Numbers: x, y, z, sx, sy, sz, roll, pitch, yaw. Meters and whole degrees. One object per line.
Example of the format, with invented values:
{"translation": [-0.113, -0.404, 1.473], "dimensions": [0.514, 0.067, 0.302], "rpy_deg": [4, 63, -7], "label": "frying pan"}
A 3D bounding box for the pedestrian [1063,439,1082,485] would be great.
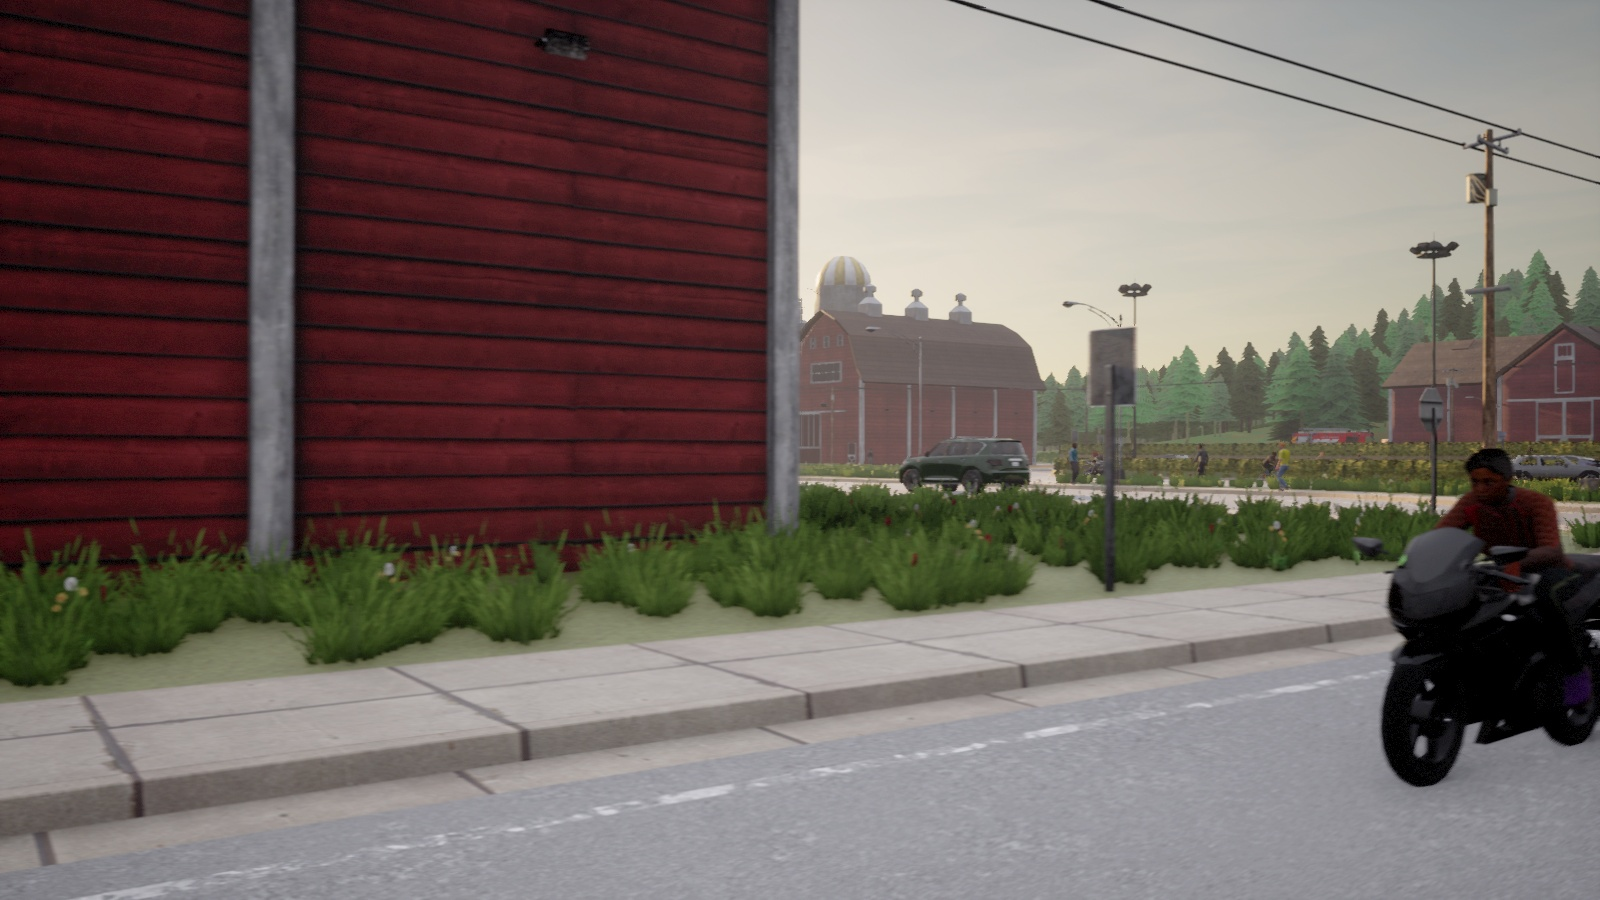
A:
{"translation": [11.651, 0.507, 53.689], "dimensions": [0.396, 1.930, 0.692], "rpy_deg": [0, 0, -33], "label": "pedestrian"}

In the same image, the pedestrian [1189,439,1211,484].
{"translation": [17.396, 0.497, 54.580], "dimensions": [0.423, 1.949, 0.788], "rpy_deg": [0, 0, -38], "label": "pedestrian"}

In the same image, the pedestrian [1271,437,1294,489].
{"translation": [17.285, 0.474, 45.002], "dimensions": [0.354, 1.836, 0.706], "rpy_deg": [0, 0, -35], "label": "pedestrian"}

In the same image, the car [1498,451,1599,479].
{"translation": [42.117, 0.828, 70.321], "dimensions": [2.163, 1.488, 4.792], "rpy_deg": [0, 0, -35], "label": "car"}

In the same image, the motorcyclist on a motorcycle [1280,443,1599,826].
{"translation": [3.225, 0.735, 5.904], "dimensions": [2.044, 1.523, 0.797], "rpy_deg": [0, 0, -35], "label": "motorcyclist on a motorcycle"}

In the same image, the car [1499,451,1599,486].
{"translation": [32.055, 0.773, 53.449], "dimensions": [3.806, 1.475, 1.970], "rpy_deg": [0, 0, 21], "label": "car"}

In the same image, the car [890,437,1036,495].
{"translation": [5.989, 0.566, 46.736], "dimensions": [2.150, 2.045, 5.566], "rpy_deg": [0, 0, -36], "label": "car"}

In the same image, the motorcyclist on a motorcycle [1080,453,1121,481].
{"translation": [16.765, 0.916, 70.140], "dimensions": [0.866, 1.530, 2.191], "rpy_deg": [0, 0, -36], "label": "motorcyclist on a motorcycle"}
